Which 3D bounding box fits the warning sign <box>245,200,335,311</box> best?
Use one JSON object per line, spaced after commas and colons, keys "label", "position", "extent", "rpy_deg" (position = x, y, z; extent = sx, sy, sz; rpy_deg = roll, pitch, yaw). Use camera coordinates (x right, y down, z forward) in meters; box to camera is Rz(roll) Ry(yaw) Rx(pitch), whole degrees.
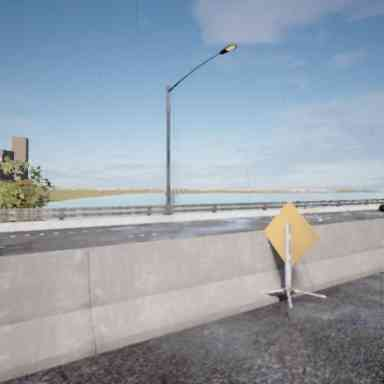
{"label": "warning sign", "position": [1.881, 1.107, 6.501], "extent": [1.060, 1.860, 1.300], "rpy_deg": [0, -1, -35]}

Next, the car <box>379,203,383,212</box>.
{"label": "car", "position": [22.533, 1.487, 36.877], "extent": [4.181, 1.385, 1.994], "rpy_deg": [0, 0, -35]}
